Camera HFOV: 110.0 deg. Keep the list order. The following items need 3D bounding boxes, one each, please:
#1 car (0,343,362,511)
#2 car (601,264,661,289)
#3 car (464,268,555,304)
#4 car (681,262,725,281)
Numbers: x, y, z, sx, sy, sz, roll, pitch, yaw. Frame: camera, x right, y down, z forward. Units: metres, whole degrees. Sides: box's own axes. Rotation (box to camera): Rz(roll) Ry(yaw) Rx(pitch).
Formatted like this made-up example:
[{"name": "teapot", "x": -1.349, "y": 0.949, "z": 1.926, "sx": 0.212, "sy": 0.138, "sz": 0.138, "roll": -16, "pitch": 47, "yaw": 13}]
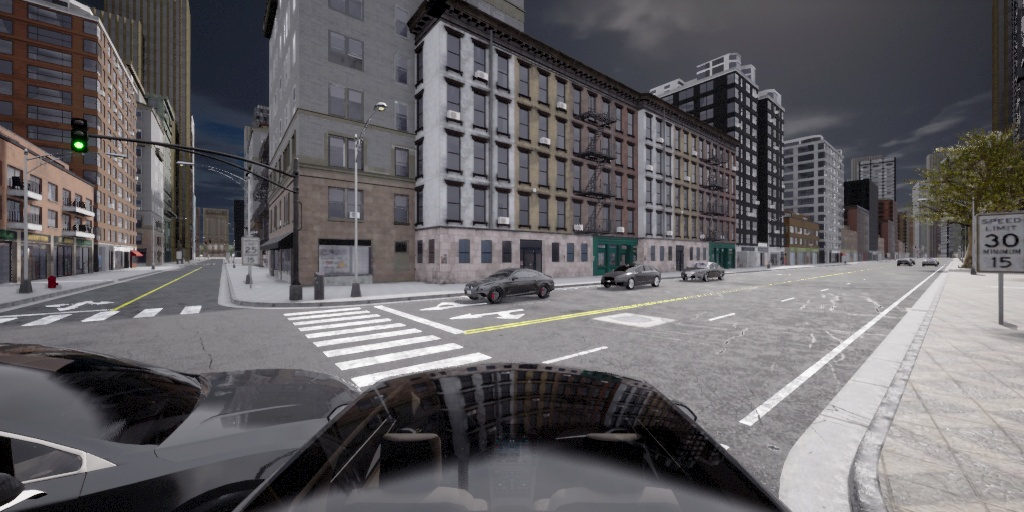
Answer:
[{"name": "car", "x": -3.219, "y": 1.257, "z": 1.799, "sx": 4.892, "sy": 1.490, "sz": 1.837, "roll": 0, "pitch": 0, "yaw": -34}, {"name": "car", "x": 7.690, "y": 1.259, "z": 22.977, "sx": 4.892, "sy": 1.490, "sz": 1.837, "roll": 0, "pitch": 0, "yaw": -39}, {"name": "car", "x": -0.011, "y": 1.287, "z": 16.765, "sx": 4.674, "sy": 1.442, "sz": 1.812, "roll": 0, "pitch": 0, "yaw": -39}, {"name": "car", "x": 15.710, "y": 1.236, "z": 29.435, "sx": 4.902, "sy": 1.511, "sz": 2.128, "roll": 0, "pitch": 0, "yaw": -39}]
